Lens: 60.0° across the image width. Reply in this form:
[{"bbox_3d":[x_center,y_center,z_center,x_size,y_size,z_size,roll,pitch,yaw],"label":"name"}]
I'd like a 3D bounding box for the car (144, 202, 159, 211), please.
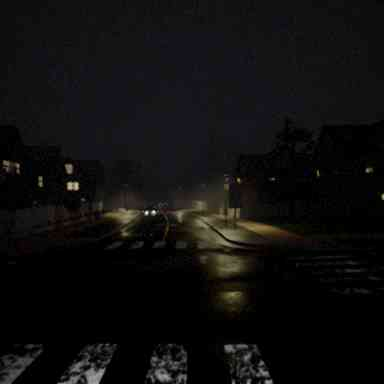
[{"bbox_3d":[-7.295,2.579,57.336,1.994,1.385,4.181,0,-1,-10],"label":"car"}]

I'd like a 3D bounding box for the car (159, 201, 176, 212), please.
[{"bbox_3d":[-3.835,2.533,53.720,1.895,1.301,4.718,0,-1,-10],"label":"car"}]

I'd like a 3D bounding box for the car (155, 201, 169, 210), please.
[{"bbox_3d":[-5.768,2.520,63.569,2.097,1.767,4.553,0,-2,-12],"label":"car"}]
